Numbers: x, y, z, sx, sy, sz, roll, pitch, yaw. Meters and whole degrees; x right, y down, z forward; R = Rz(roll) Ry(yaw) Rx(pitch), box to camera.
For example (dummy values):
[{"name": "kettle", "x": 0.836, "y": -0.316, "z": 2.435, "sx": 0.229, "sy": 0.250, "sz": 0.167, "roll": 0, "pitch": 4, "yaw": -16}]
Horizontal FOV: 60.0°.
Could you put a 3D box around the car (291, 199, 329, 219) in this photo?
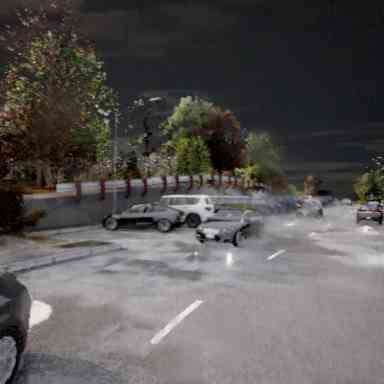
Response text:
[{"name": "car", "x": 11.442, "y": 1.731, "z": 32.130, "sx": 2.128, "sy": 1.511, "sz": 4.902, "roll": 1, "pitch": 0, "yaw": 30}]

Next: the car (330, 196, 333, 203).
[{"name": "car", "x": 27.029, "y": 2.039, "z": 71.746, "sx": 4.892, "sy": 1.521, "sz": 2.231, "roll": 0, "pitch": -1, "yaw": 9}]

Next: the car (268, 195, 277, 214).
[{"name": "car", "x": 6.238, "y": 1.487, "z": 34.899, "sx": 4.553, "sy": 1.767, "sz": 2.185, "roll": 0, "pitch": 0, "yaw": 10}]

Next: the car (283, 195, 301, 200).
[{"name": "car", "x": 10.641, "y": 1.452, "z": 42.813, "sx": 5.566, "sy": 2.045, "sz": 2.435, "roll": 0, "pitch": 0, "yaw": 9}]

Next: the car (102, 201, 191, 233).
[{"name": "car", "x": -2.750, "y": 1.454, "z": 19.127, "sx": 4.792, "sy": 1.488, "sz": 2.163, "roll": 0, "pitch": 0, "yaw": 10}]

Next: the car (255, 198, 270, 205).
[{"name": "car", "x": 4.711, "y": 1.582, "z": 32.292, "sx": 4.892, "sy": 1.521, "sz": 2.231, "roll": 0, "pitch": -1, "yaw": 9}]

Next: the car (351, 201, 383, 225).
[{"name": "car", "x": 14.749, "y": 1.801, "z": 27.592, "sx": 2.128, "sy": 1.511, "sz": 4.902, "roll": 1, "pitch": 0, "yaw": 29}]

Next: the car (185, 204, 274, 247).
[{"name": "car", "x": 1.936, "y": 1.530, "z": 15.480, "sx": 2.128, "sy": 1.511, "sz": 4.902, "roll": 1, "pitch": 0, "yaw": 30}]

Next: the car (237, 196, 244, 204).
[{"name": "car", "x": 1.710, "y": 1.393, "z": 27.039, "sx": 4.553, "sy": 1.767, "sz": 2.185, "roll": 0, "pitch": -1, "yaw": 9}]

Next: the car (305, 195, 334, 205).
[{"name": "car", "x": 28.498, "y": 1.817, "z": 74.370, "sx": 5.566, "sy": 2.045, "sz": 2.435, "roll": 0, "pitch": 0, "yaw": 10}]

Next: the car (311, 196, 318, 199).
[{"name": "car", "x": 16.592, "y": 1.574, "z": 53.337, "sx": 5.566, "sy": 2.045, "sz": 2.435, "roll": 0, "pitch": 0, "yaw": 9}]

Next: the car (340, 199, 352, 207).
[{"name": "car", "x": 30.694, "y": 2.146, "z": 66.135, "sx": 1.812, "sy": 1.442, "sz": 4.674, "roll": 1, "pitch": 0, "yaw": 30}]

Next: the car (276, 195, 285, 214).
[{"name": "car", "x": 7.722, "y": 1.517, "z": 37.540, "sx": 4.553, "sy": 1.767, "sz": 2.185, "roll": 0, "pitch": 0, "yaw": 9}]

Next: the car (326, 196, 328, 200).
[{"name": "car", "x": 24.030, "y": 1.852, "z": 66.491, "sx": 4.553, "sy": 1.767, "sz": 2.185, "roll": 0, "pitch": -1, "yaw": 9}]

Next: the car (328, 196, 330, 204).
[{"name": "car", "x": 25.578, "y": 1.883, "z": 69.106, "sx": 4.553, "sy": 1.767, "sz": 2.185, "roll": 0, "pitch": 0, "yaw": 9}]

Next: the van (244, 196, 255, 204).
[{"name": "van", "x": 3.115, "y": 1.323, "z": 29.673, "sx": 4.442, "sy": 1.987, "sz": 1.878, "roll": 0, "pitch": 0, "yaw": 9}]

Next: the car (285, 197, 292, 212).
[{"name": "car", "x": 9.211, "y": 1.703, "z": 40.170, "sx": 4.792, "sy": 1.488, "sz": 2.163, "roll": 0, "pitch": -1, "yaw": 10}]

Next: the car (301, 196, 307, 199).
[{"name": "car", "x": 12.340, "y": 1.733, "z": 45.411, "sx": 5.366, "sy": 1.575, "sz": 1.946, "roll": 0, "pitch": -1, "yaw": 9}]

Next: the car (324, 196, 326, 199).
[{"name": "car", "x": 22.545, "y": 1.821, "z": 63.853, "sx": 4.553, "sy": 1.767, "sz": 2.185, "roll": 0, "pitch": -1, "yaw": 10}]

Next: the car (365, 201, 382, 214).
[{"name": "car", "x": 23.817, "y": 1.973, "z": 43.622, "sx": 1.882, "sy": 1.535, "sz": 5.008, "roll": 1, "pitch": 0, "yaw": 29}]

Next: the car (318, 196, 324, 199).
[{"name": "car", "x": 19.627, "y": 1.635, "z": 58.591, "sx": 5.566, "sy": 2.045, "sz": 2.435, "roll": 0, "pitch": -1, "yaw": 9}]

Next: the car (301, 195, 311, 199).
[{"name": "car", "x": 13.678, "y": 1.514, "z": 48.060, "sx": 5.566, "sy": 2.045, "sz": 2.435, "roll": 0, "pitch": -1, "yaw": 10}]

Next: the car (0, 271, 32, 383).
[{"name": "car", "x": -3.021, "y": 1.442, "z": 2.279, "sx": 1.837, "sy": 1.490, "sz": 4.892, "roll": 1, "pitch": 0, "yaw": 3}]

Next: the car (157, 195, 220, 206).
[{"name": "car", "x": -1.260, "y": 1.205, "z": 21.761, "sx": 5.566, "sy": 2.045, "sz": 2.435, "roll": 0, "pitch": 0, "yaw": 10}]

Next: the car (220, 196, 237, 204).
[{"name": "car", "x": 0.282, "y": 1.237, "z": 24.404, "sx": 5.566, "sy": 2.045, "sz": 2.435, "roll": 0, "pitch": -1, "yaw": 9}]
